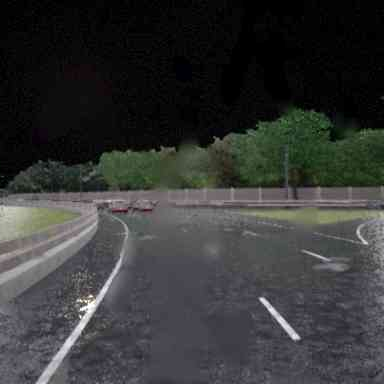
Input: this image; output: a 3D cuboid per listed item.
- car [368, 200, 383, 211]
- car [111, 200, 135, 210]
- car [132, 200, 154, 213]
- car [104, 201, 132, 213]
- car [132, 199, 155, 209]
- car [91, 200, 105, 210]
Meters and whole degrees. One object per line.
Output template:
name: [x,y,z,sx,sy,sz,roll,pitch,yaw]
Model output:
car: [25.815,1.739,43.931,4.674,1.442,1.812,0,0,-1]
car: [-11.095,2.080,53.154,2.033,1.411,5.357,0,-1,-33]
car: [-6.589,1.989,44.563,1.994,1.385,4.181,0,-1,-27]
car: [-9.551,1.996,42.681,1.994,1.385,4.181,0,-1,-25]
car: [-8.083,2.001,54.938,1.882,1.535,5.008,0,-1,-33]
car: [-14.383,2.052,51.800,1.837,1.490,4.892,0,0,-33]
